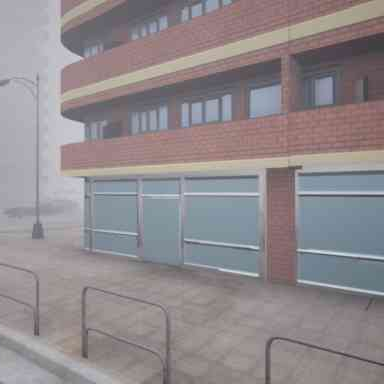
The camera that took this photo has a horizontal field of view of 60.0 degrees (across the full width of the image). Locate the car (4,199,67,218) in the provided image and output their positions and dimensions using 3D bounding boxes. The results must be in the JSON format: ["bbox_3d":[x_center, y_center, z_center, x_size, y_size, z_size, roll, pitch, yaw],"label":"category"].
[{"bbox_3d":[-14.169,1.601,29.949,1.895,1.301,4.718,0,0,36],"label":"car"}]

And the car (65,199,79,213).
[{"bbox_3d":[-14.455,1.503,35.481,1.837,1.490,4.892,0,1,36],"label":"car"}]
